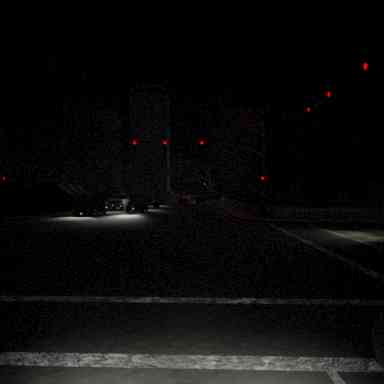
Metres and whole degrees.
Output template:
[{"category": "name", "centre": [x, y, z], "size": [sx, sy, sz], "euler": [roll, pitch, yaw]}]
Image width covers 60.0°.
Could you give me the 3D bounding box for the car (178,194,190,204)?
[{"category": "car", "centre": [-1.790, 1.564, 66.021], "size": [1.994, 1.385, 4.181], "euler": [0, 0, 1]}]

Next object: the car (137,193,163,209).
[{"category": "car", "centre": [-5.853, 1.221, 46.752], "size": [2.150, 2.045, 5.566], "euler": [0, 0, 1]}]

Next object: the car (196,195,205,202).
[{"category": "car", "centre": [1.915, 1.352, 74.527], "size": [2.128, 1.511, 4.902], "euler": [0, 0, 1]}]

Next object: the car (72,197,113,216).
[{"category": "car", "centre": [-9.769, 1.547, 32.482], "size": [2.033, 1.411, 5.357], "euler": [0, 0, 4]}]

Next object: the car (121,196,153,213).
[{"category": "car", "centre": [-6.086, 1.491, 37.181], "size": [2.128, 1.511, 4.902], "euler": [0, 0, 1]}]

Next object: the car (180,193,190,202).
[{"category": "car", "centre": [-1.584, 1.182, 74.582], "size": [2.097, 1.767, 4.553], "euler": [0, 0, 1]}]

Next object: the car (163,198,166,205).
[{"category": "car", "centre": [-5.590, 1.547, 57.108], "size": [2.033, 1.411, 5.357], "euler": [0, 0, 2]}]

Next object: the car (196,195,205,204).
[{"category": "car", "centre": [1.694, 1.505, 65.310], "size": [1.837, 1.490, 4.892], "euler": [0, 0, 1]}]

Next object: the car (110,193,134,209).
[{"category": "car", "centre": [-9.454, 1.221, 42.662], "size": [2.150, 2.045, 5.566], "euler": [0, 0, 1]}]

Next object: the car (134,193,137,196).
[{"category": "car", "centre": [-9.195, 1.221, 53.026], "size": [2.150, 2.045, 5.566], "euler": [0, 0, 1]}]

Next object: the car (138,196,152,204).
[{"category": "car", "centre": [-8.908, 1.526, 63.384], "size": [1.812, 1.442, 4.674], "euler": [0, 0, 2]}]
